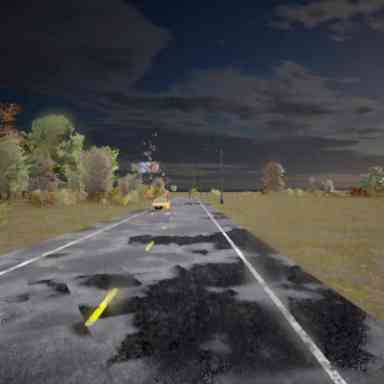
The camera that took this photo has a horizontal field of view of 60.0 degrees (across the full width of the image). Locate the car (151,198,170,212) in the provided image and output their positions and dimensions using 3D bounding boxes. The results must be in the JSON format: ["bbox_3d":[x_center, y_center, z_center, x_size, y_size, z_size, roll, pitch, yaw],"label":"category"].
[{"bbox_3d":[-3.597,1.474,38.433,1.882,1.535,5.008,0,0,0],"label":"car"}]
